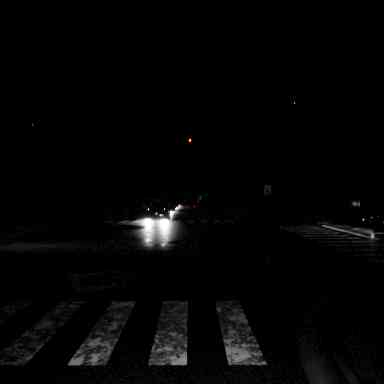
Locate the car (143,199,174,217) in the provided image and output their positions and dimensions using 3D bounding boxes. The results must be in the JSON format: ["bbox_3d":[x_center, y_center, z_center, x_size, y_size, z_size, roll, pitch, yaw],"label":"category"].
[{"bbox_3d":[-3.143,1.634,32.022,1.895,1.301,4.718,0,0,1],"label":"car"}]

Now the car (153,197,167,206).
[{"bbox_3d":[-5.603,1.633,58.186,2.008,1.369,4.403,0,0,0],"label":"car"}]

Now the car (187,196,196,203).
[{"bbox_3d":[-0.171,1.678,74.051,1.994,1.385,4.181,0,0,0],"label":"car"}]

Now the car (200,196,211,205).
[{"bbox_3d":[2.397,1.640,47.147,1.802,1.307,4.206,0,0,0],"label":"car"}]

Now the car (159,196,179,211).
[{"bbox_3d":[-3.097,1.613,41.978,1.994,1.385,4.181,0,0,1],"label":"car"}]

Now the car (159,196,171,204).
[{"bbox_3d":[-5.578,1.551,69.207,1.967,1.590,4.097,0,0,0],"label":"car"}]

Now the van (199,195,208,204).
[{"bbox_3d":[2.447,1.452,69.189,1.690,1.788,3.998,0,0,0],"label":"van"}]

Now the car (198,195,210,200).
[{"bbox_3d":[2.410,1.636,52.657,1.947,1.339,4.313,0,0,0],"label":"car"}]

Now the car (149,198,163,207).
[{"bbox_3d":[-5.615,1.652,52.675,1.802,1.307,4.206,0,0,0],"label":"car"}]

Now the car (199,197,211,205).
[{"bbox_3d":[2.435,1.646,63.678,2.008,1.369,4.403,0,0,0],"label":"car"}]

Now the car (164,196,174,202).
[{"bbox_3d":[-5.553,1.693,80.228,2.008,1.369,4.403,0,0,0],"label":"car"}]

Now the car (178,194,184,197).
[{"bbox_3d":[-3.009,1.583,62.043,2.128,1.511,4.902,0,0,1],"label":"car"}]

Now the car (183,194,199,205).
[{"bbox_3d":[-0.108,1.580,60.872,2.128,1.511,4.902,0,0,0],"label":"car"}]

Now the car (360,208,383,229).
[{"bbox_3d":[13.042,1.457,20.633,4.892,1.490,1.837,0,0,0],"label":"car"}]

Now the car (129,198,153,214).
[{"bbox_3d":[-5.652,1.480,36.143,1.967,1.590,4.097,0,0,0],"label":"car"}]

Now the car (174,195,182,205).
[{"bbox_3d":[-3.075,1.632,51.962,1.994,1.385,4.181,0,0,0],"label":"car"}]

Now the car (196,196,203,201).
[{"bbox_3d":[2.084,1.696,90.093,1.812,1.442,4.674,0,0,0],"label":"car"}]

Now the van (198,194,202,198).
[{"bbox_3d":[2.422,1.423,58.168,1.690,1.788,3.998,0,0,0],"label":"van"}]

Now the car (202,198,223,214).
[{"bbox_3d":[2.373,1.605,36.124,1.947,1.339,4.313,0,0,0],"label":"car"}]
